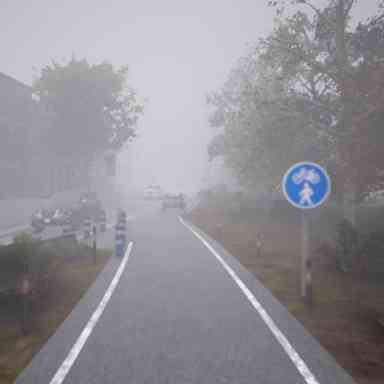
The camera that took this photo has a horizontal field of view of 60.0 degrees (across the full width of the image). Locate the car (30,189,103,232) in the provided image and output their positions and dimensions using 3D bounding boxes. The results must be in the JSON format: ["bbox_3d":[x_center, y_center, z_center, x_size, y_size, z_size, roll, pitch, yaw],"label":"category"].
[{"bbox_3d":[-6.759,0.924,18.695,2.150,2.045,5.566,0,2,4],"label":"car"}]

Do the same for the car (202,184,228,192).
[{"bbox_3d":[6.099,-0.906,81.153,5.566,2.045,2.435,1,0,-19],"label":"car"}]

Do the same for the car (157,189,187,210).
[{"bbox_3d":[-1.549,0.776,30.227,2.128,1.511,4.902,0,2,2],"label":"car"}]

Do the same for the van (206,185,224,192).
[{"bbox_3d":[6.426,-0.993,93.017,4.442,1.987,1.878,0,0,-19],"label":"van"}]

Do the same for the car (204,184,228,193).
[{"bbox_3d":[6.112,-0.934,84.081,5.566,2.045,2.435,1,1,-19],"label":"car"}]

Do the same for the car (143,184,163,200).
[{"bbox_3d":[-5.229,-0.032,45.716,2.150,2.045,5.566,0,2,3],"label":"car"}]
